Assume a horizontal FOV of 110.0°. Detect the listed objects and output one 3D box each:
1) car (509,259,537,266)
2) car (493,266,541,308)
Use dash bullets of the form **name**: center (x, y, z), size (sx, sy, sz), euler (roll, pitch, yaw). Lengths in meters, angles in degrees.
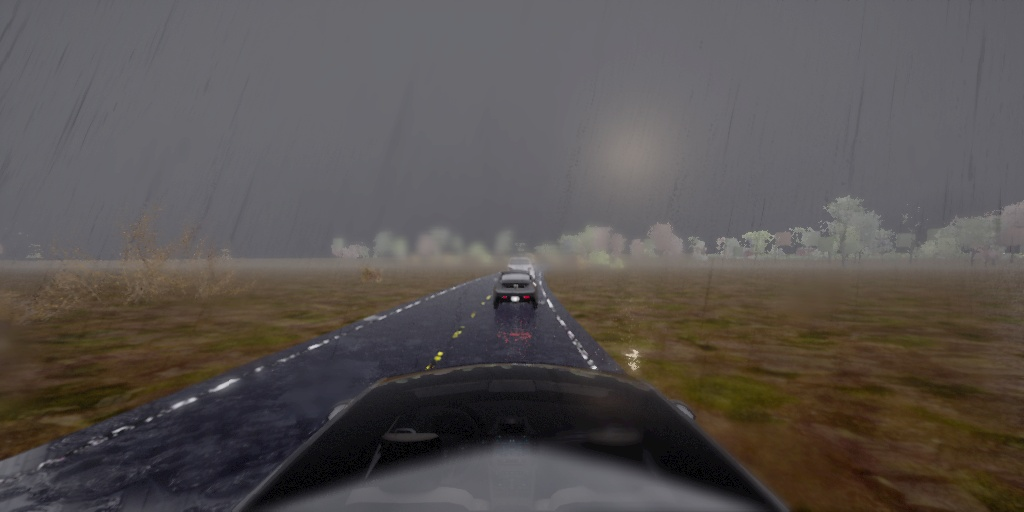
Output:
- **car**: center (0.901, 1.239, 30.757), size (2.150, 2.045, 5.566), euler (0, 0, 4)
- **car**: center (0.201, 1.393, 16.102), size (1.837, 1.490, 4.892), euler (0, 0, 2)
